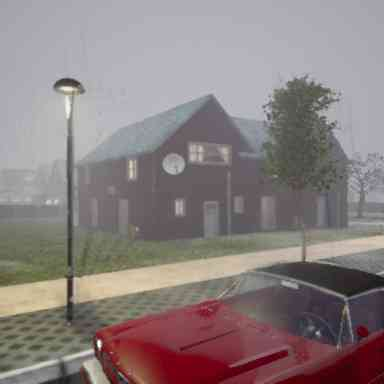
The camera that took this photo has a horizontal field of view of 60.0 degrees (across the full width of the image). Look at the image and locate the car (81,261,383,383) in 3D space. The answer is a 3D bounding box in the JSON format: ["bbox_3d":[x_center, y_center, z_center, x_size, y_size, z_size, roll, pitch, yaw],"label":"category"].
[{"bbox_3d":[1.246,1.632,3.954,4.718,1.301,1.895,1,0,-35],"label":"car"}]
